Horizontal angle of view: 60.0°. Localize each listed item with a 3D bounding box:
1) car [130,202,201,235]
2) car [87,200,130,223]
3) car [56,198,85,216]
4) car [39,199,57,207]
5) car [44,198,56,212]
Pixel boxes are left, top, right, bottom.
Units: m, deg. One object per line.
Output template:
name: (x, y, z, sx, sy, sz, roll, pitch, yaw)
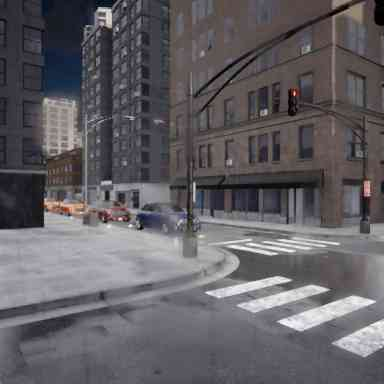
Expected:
car: (-1.470, 1.420, 19.482, 2.097, 1.767, 4.553, 0, 0, -38)
car: (-6.665, 1.460, 26.768, 2.097, 1.767, 4.553, 0, 0, -35)
car: (-12.260, 1.501, 34.640, 2.097, 1.767, 4.553, 0, 0, -35)
car: (-24.768, 1.863, 57.201, 1.895, 1.301, 4.718, 0, 0, -35)
car: (-17.866, 1.542, 42.521, 2.097, 1.767, 4.553, 0, 0, -35)
